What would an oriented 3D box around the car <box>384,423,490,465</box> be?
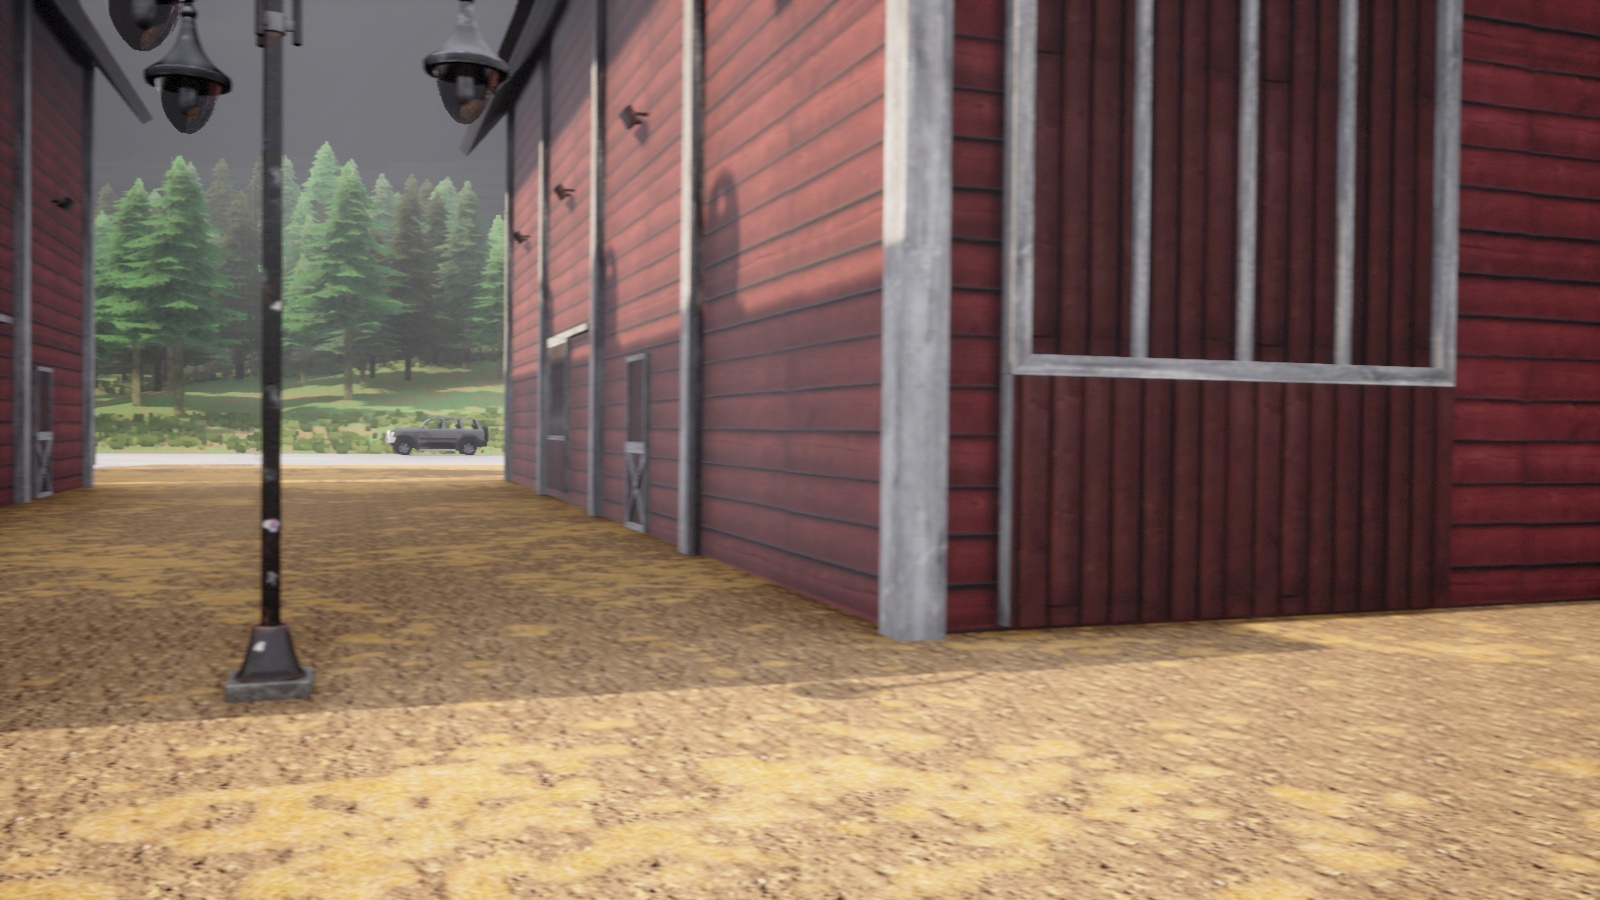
[{"bbox_3d":[-16.768,-0.312,57.965,4.605,1.855,1.932,-1,1,-19],"label":"car"}]
